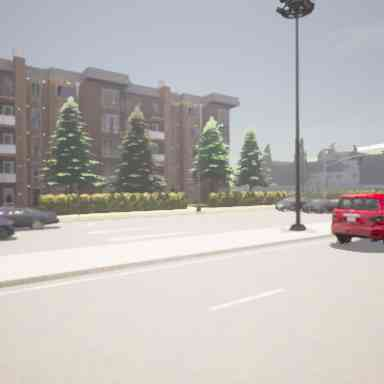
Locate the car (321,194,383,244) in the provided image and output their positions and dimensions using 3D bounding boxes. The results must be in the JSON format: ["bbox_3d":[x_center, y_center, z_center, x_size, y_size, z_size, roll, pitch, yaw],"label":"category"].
[{"bbox_3d":[8.089,1.090,13.855,5.566,2.045,2.150,-1,0,-35],"label":"car"}]

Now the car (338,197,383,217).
[{"bbox_3d":[14.799,1.249,28.714,4.892,1.490,1.837,0,0,-36],"label":"car"}]

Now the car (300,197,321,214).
[{"bbox_3d":[12.189,1.312,31.149,4.181,1.385,1.994,-1,0,-36],"label":"car"}]

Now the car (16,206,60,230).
[{"bbox_3d":[-10.547,1.526,19.183,5.357,1.411,2.033,-1,0,-35],"label":"car"}]

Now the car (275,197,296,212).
[{"bbox_3d":[10.654,1.236,34.354,4.902,1.511,2.128,0,0,-36],"label":"car"}]

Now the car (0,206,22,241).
[{"bbox_3d":[-10.318,1.562,15.047,4.181,1.385,1.994,-1,0,-35],"label":"car"}]
